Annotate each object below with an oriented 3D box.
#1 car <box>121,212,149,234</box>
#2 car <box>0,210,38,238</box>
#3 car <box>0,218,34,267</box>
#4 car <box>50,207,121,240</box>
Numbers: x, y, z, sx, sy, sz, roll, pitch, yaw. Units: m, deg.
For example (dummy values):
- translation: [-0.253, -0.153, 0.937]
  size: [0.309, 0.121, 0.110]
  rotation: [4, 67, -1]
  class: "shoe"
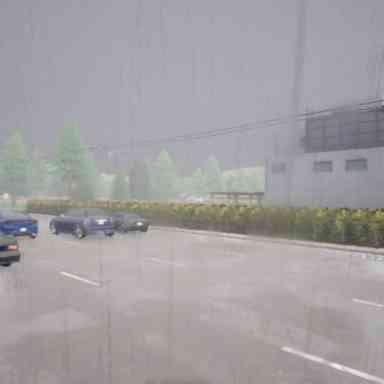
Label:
- translation: [-4.875, 2.032, 22.900]
  size: [4.181, 1.385, 1.994]
  rotation: [0, -2, 42]
  class: "car"
- translation: [-10.289, 1.740, 18.374]
  size: [5.008, 1.535, 1.882]
  rotation: [0, -2, 42]
  class: "car"
- translation: [-7.549, 1.686, 11.117]
  size: [5.357, 1.411, 2.033]
  rotation: [0, -2, 43]
  class: "car"
- translation: [-6.568, 1.714, 19.714]
  size: [4.553, 1.767, 2.097]
  rotation: [0, -2, 43]
  class: "car"
